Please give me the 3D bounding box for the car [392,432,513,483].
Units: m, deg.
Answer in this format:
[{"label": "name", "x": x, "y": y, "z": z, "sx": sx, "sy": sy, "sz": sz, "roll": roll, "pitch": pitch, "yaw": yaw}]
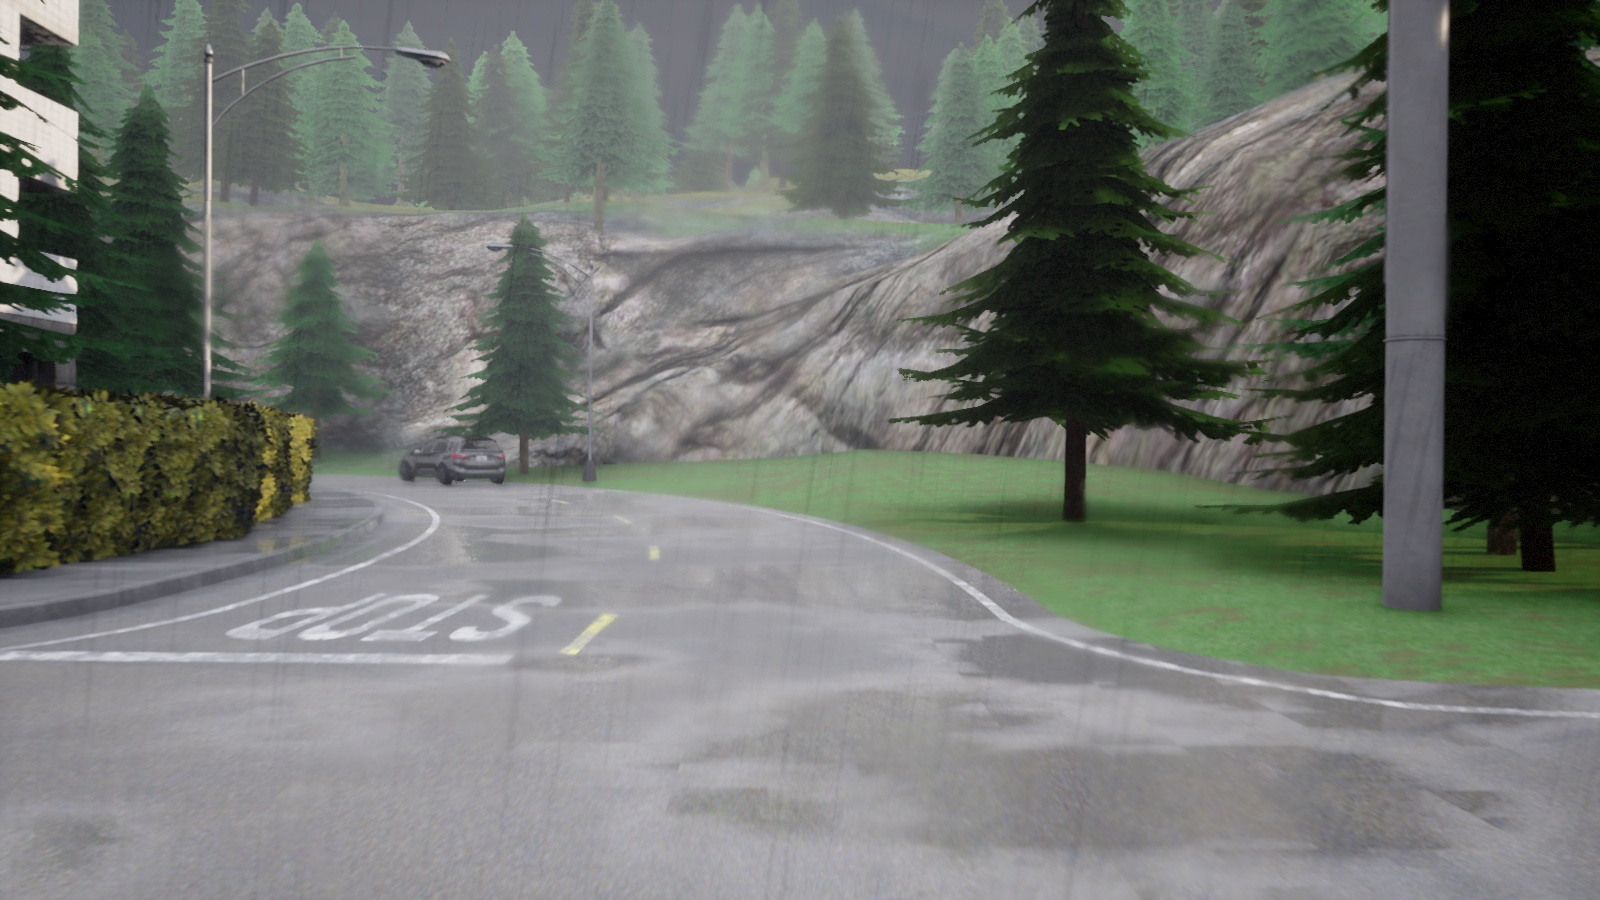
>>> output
[{"label": "car", "x": -12.132, "y": 0.242, "z": 43.639, "sx": 2.242, "sy": 1.667, "sz": 4.611, "roll": 0, "pitch": 0, "yaw": -42}]
